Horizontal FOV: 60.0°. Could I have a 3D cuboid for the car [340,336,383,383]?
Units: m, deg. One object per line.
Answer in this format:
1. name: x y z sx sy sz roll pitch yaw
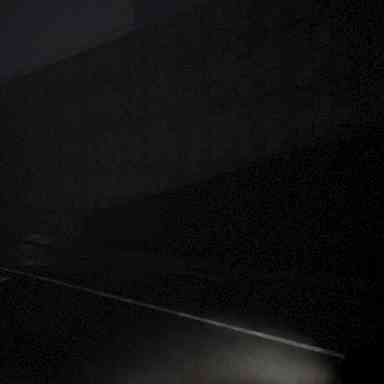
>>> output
1. car: 3.249 1.511 1.665 4.674 1.442 1.812 -1 0 35
